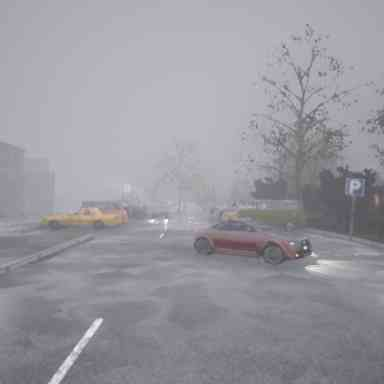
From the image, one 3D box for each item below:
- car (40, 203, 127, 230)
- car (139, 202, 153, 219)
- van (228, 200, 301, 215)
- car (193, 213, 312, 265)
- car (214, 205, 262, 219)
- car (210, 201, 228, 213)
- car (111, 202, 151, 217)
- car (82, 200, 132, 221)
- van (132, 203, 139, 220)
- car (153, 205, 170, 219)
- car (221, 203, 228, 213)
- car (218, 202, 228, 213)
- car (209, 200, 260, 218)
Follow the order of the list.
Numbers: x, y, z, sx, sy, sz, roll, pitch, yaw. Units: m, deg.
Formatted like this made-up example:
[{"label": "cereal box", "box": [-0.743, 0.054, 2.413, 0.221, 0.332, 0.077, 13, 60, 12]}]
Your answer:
[{"label": "car", "box": [-7.472, 1.750, 22.688, 5.366, 1.575, 1.946, 0, -1, 0]}, {"label": "car", "box": [-7.327, 1.832, 34.838, 5.566, 2.045, 2.435, 0, -2, 0]}, {"label": "van", "box": [4.867, 1.515, 22.107, 4.442, 1.987, 1.878, 0, -1, 0]}, {"label": "car", "box": [2.088, 1.657, 12.084, 4.181, 1.385, 1.994, -1, -1, 36]}, {"label": "car", "box": [4.895, 2.128, 36.061, 4.892, 1.521, 2.231, 0, -2, -1]}, {"label": "car", "box": [4.899, 1.781, 33.278, 5.566, 2.045, 2.435, 0, -2, -1]}, {"label": "car", "box": [-7.382, 2.168, 40.783, 4.553, 1.767, 2.185, 0, -2, -1]}, {"label": "car", "box": [-7.271, 1.693, 25.609, 4.553, 1.767, 2.185, 0, -1, 0]}, {"label": "van", "box": [-7.201, 1.674, 28.648, 4.442, 1.987, 1.878, 0, -2, 0]}, {"label": "car", "box": [-3.488, 2.177, 36.753, 1.837, 1.490, 4.892, 0, -2, 0]}, {"label": "car", "box": [5.155, 1.800, 24.897, 5.366, 1.575, 1.946, 0, -1, 0]}, {"label": "car", "box": [5.142, 1.866, 27.557, 5.366, 1.575, 1.946, 0, -2, 0]}, {"label": "car", "box": [4.847, 1.970, 38.737, 5.566, 2.045, 2.435, 0, -2, -1]}]
